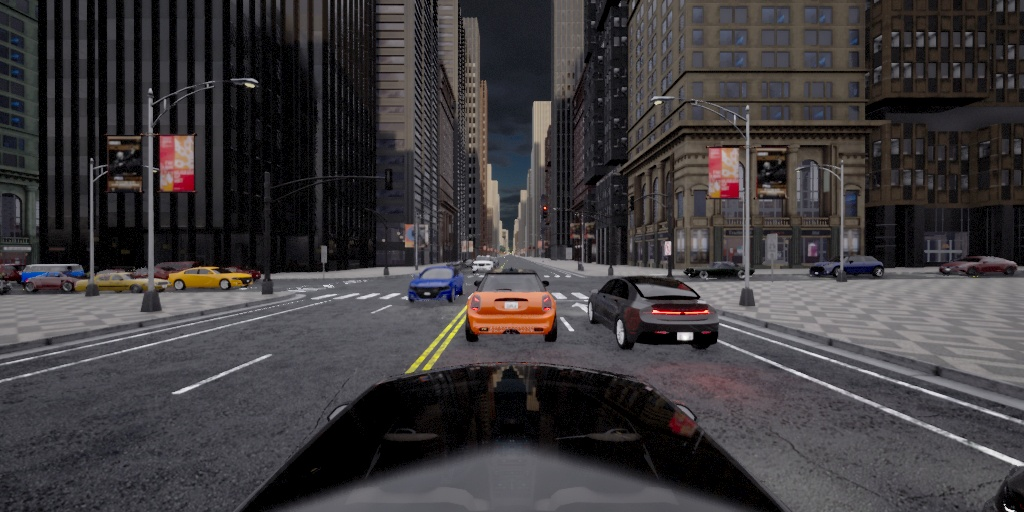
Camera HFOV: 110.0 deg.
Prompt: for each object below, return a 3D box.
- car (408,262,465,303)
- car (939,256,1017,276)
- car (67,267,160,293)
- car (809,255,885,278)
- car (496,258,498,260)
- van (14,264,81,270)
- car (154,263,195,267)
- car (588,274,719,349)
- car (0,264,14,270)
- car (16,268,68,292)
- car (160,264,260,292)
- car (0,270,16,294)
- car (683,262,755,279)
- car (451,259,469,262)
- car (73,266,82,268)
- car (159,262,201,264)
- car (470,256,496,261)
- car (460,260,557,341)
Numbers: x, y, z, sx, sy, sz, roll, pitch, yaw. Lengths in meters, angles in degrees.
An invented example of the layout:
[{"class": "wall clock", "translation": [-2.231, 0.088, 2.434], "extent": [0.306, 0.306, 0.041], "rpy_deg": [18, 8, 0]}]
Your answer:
[{"class": "car", "translation": [-3.389, 1.232, 16.781], "extent": [1.882, 1.535, 5.008], "rpy_deg": [0, 0, 0]}, {"class": "car", "translation": [36.480, 0.764, 28.089], "extent": [4.674, 1.442, 1.812], "rpy_deg": [-1, 0, 0]}, {"class": "car", "translation": [-23.884, 1.602, 22.174], "extent": [4.829, 1.417, 1.751], "rpy_deg": [0, 0, 0]}, {"class": "car", "translation": [26.101, 0.729, 28.089], "extent": [4.553, 1.767, 2.097], "rpy_deg": [-1, 0, 0]}, {"class": "car", "translation": [-3.478, 1.307, 56.079], "extent": [1.994, 1.385, 4.181], "rpy_deg": [0, 0, 0]}, {"class": "van", "translation": [-39.308, 1.593, 30.713], "extent": [3.998, 1.789, 1.690], "rpy_deg": [0, 0, 0]}, {"class": "car", "translation": [-28.132, 1.588, 28.004], "extent": [5.008, 1.535, 1.882], "rpy_deg": [-1, 0, 0]}, {"class": "car", "translation": [3.234, 1.257, 9.135], "extent": [1.837, 1.490, 4.892], "rpy_deg": [0, 0, 0]}, {"class": "car", "translation": [-44.395, 1.635, 30.718], "extent": [5.009, 1.841, 2.192], "rpy_deg": [0, 0, 0]}, {"class": "car", "translation": [-30.784, 1.723, 24.845], "extent": [4.181, 1.385, 1.994], "rpy_deg": [-1, 0, 1]}, {"class": "car", "translation": [-20.786, 1.500, 24.835], "extent": [5.008, 1.535, 1.882], "rpy_deg": [-1, 0, 0]}, {"class": "car", "translation": [-33.825, 1.761, 22.170], "extent": [4.403, 1.370, 2.007], "rpy_deg": [0, 0, 0]}, {"class": "car", "translation": [16.087, 1.112, 28.078], "extent": [4.718, 1.301, 1.895], "rpy_deg": [-1, 0, 0]}, {"class": "car", "translation": [-6.705, 1.314, 42.545], "extent": [1.994, 1.385, 4.181], "rpy_deg": [0, 0, 0]}, {"class": "car", "translation": [-34.221, 1.765, 30.709], "extent": [4.207, 1.307, 1.802], "rpy_deg": [0, 0, 0]}, {"class": "car", "translation": [-29.134, 1.428, 30.706], "extent": [5.009, 1.841, 2.192], "rpy_deg": [0, 0, 0]}, {"class": "car", "translation": [-3.457, 0.971, 43.389], "extent": [2.150, 2.045, 5.566], "rpy_deg": [0, 0, 0]}, {"class": "car", "translation": [-0.008, 1.105, 9.995], "extent": [2.097, 1.767, 4.553], "rpy_deg": [0, 0, 0]}]
